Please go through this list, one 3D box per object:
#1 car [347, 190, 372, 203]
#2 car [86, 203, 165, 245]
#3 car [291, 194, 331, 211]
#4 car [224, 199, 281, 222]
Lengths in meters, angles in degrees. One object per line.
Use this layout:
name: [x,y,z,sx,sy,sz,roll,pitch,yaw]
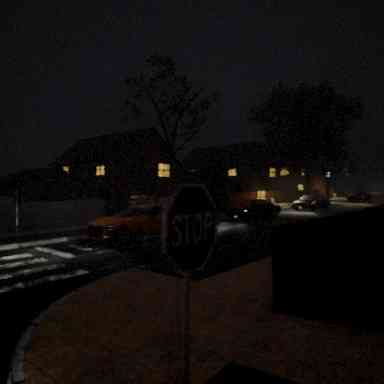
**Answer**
car: [21.170,0.504,41.932,1.882,1.535,5.008,1,1,41]
car: [-2.397,1.319,15.272,1.882,1.535,5.008,1,2,41]
car: [11.047,0.912,30.555,2.033,1.411,5.357,1,2,41]
car: [4.215,1.208,22.795,1.895,1.301,4.718,1,2,41]
